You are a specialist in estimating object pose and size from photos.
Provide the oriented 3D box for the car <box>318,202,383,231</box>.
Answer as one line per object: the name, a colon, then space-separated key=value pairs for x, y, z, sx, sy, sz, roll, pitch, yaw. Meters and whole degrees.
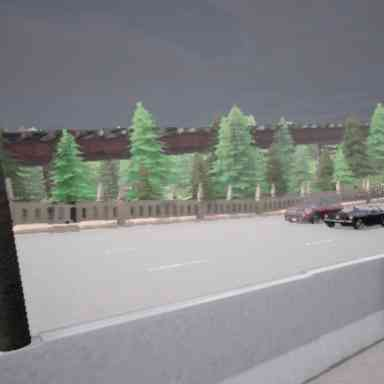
car: x=9.799 y=1.441 z=19.529 sx=4.718 sy=1.301 sz=1.895 roll=-1 pitch=0 yaw=-35

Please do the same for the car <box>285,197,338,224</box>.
car: x=8.473 y=1.183 z=22.890 sx=4.553 sy=1.767 sz=2.097 roll=-1 pitch=0 yaw=-35
